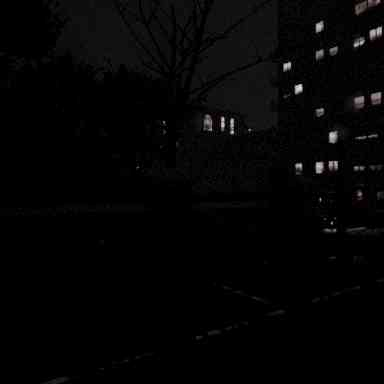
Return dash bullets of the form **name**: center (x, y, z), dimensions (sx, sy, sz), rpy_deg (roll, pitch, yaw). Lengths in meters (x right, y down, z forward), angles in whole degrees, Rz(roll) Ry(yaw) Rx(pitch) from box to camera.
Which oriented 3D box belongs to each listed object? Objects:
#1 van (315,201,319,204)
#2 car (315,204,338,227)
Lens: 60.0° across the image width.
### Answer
- **van**: center (10.513, 1.719, 32.538), dimensions (1.690, 1.788, 3.998), rpy_deg (-1, 0, -36)
- **car**: center (8.345, 1.859, 25.690), dimensions (2.033, 1.411, 5.357), rpy_deg (0, -1, -36)
